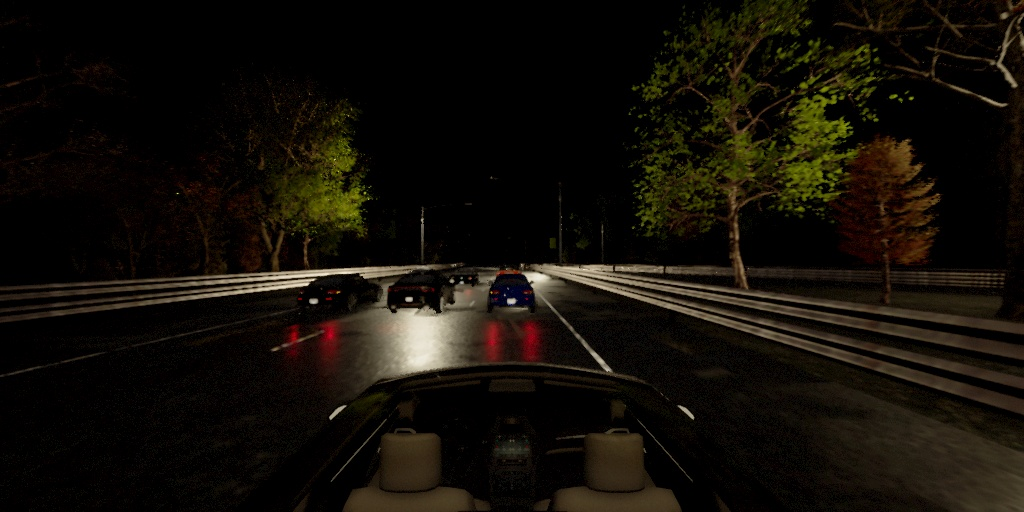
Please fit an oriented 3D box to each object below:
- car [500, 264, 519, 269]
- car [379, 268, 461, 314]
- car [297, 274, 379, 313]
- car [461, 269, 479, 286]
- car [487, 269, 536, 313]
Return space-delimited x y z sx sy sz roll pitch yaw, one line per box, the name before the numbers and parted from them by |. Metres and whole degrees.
car | -0.234 1.473 29.278 2.097 1.767 4.553 0 -1 -1
car | -3.527 1.402 14.798 1.882 1.535 5.008 0 -1 0
car | -7.023 1.453 15.001 1.812 1.442 4.674 0 -1 0
car | -3.727 1.716 28.695 1.895 1.301 4.718 0 -1 -1
car | -0.024 1.450 14.934 1.812 1.442 4.674 0 -1 0
